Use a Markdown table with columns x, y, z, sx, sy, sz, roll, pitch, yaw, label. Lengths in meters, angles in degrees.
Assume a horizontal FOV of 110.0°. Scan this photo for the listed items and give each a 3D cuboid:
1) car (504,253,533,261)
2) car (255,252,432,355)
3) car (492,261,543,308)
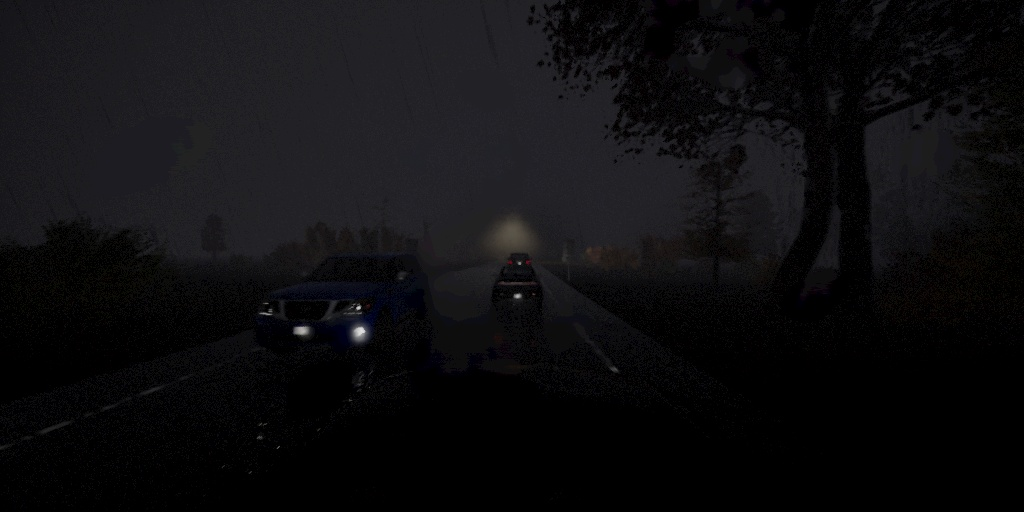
| x | y | z | sx | sy | sz | roll | pitch | yaw | label |
| --- | --- | --- | --- | --- | --- | --- | --- | --- | --- |
| 0.711 | 0.703 | 33.289 | 2.150 | 2.045 | 5.566 | 0 | 0 | 2 | car |
| -3.554 | 0.905 | 8.879 | 2.150 | 2.045 | 5.566 | 0 | 0 | 1 | car |
| 0.225 | 1.130 | 14.523 | 2.128 | 1.511 | 4.902 | 0 | 0 | 1 | car |
